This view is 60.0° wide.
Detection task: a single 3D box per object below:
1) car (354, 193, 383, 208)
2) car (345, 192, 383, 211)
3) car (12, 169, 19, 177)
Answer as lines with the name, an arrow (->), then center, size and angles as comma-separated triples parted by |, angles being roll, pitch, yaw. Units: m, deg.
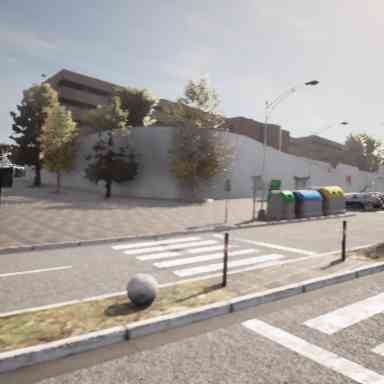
car -> 19.137, 0.798, 33.634 | 4.674, 1.452, 2.002 | 0, 0, 32
car -> 14.437, 0.885, 30.028 | 4.792, 1.488, 2.163 | -1, 1, 33
car -> -45.966, -4.463, 80.922 | 5.366, 1.575, 1.946 | 3, 3, -39
